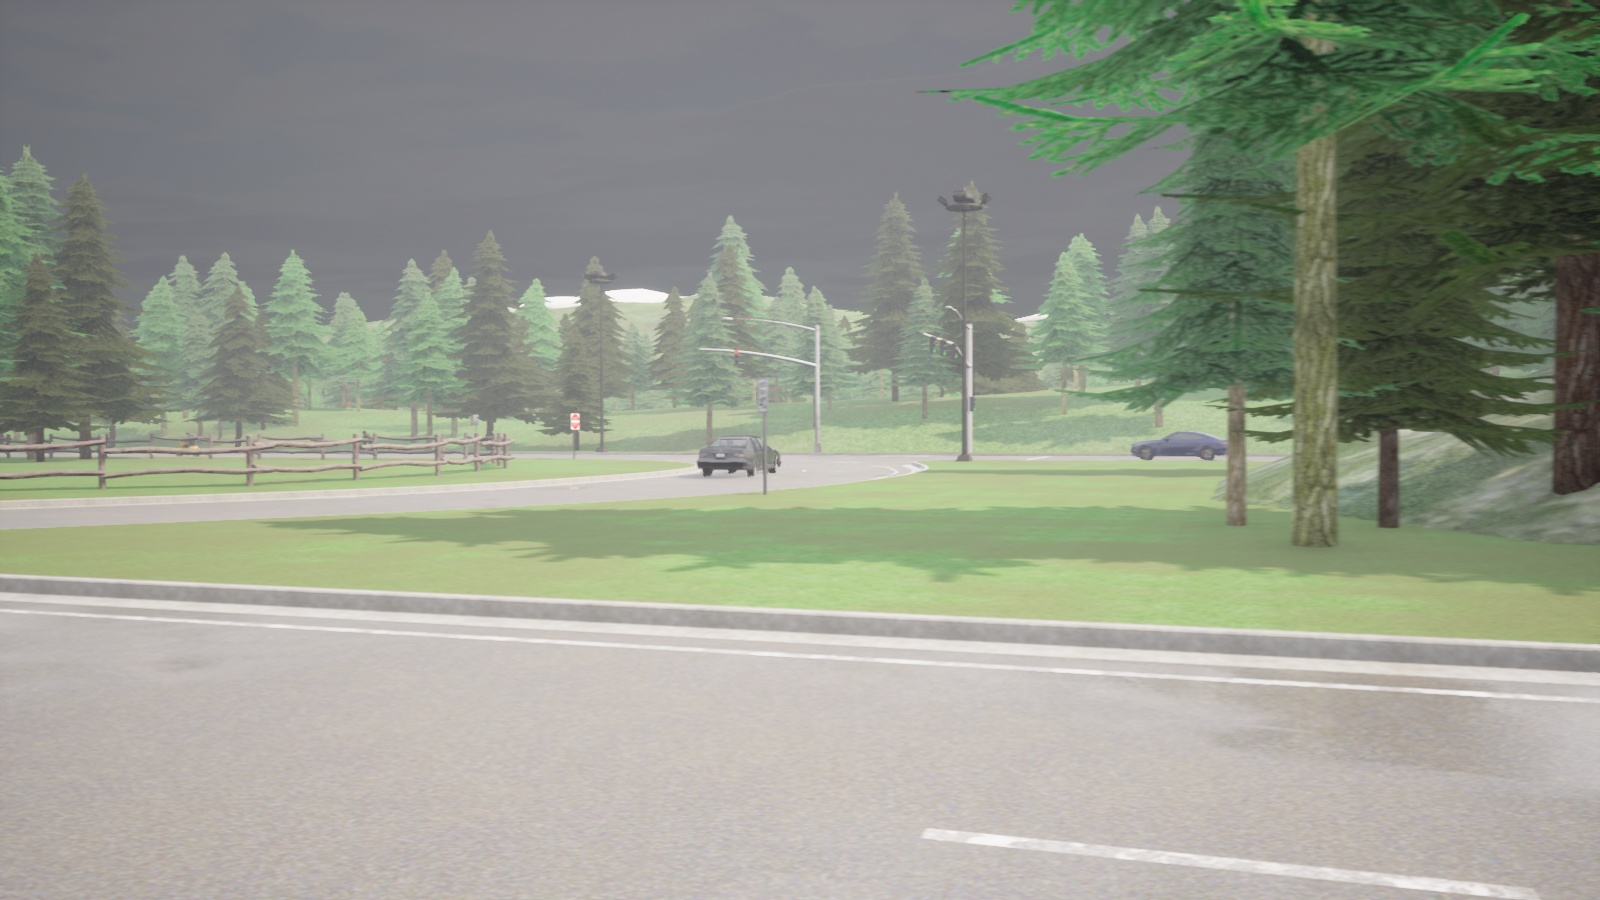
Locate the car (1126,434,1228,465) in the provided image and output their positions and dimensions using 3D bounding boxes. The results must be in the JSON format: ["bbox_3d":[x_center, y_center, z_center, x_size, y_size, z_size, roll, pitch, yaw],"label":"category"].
[{"bbox_3d":[18.359,-0.058,61.160,4.674,1.442,1.812,1,1,19],"label":"car"}]

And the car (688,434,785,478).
[{"bbox_3d":[-2.132,0.162,43.955,2.033,1.411,5.357,0,1,12],"label":"car"}]
